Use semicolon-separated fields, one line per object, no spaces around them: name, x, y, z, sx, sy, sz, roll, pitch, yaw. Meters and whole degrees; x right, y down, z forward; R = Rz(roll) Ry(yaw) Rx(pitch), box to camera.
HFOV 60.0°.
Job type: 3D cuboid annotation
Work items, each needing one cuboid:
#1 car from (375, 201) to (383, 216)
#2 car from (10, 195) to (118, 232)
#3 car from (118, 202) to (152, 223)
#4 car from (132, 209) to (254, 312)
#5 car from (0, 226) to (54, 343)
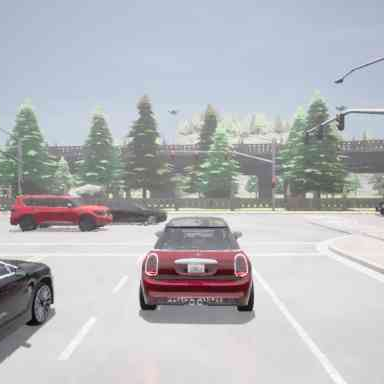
car;19.478;1.166;29.618;5.566;2.045;2.150;0;0;1
car;-7.513;1.203;19.332;5.566;2.045;2.150;0;0;1
car;-4.216;1.448;22.789;5.008;1.535;1.882;0;0;1
car;0.149;1.352;7.922;2.097;1.767;4.553;0;0;2
car;-3.432;1.492;4.172;2.128;1.511;4.902;0;0;0
